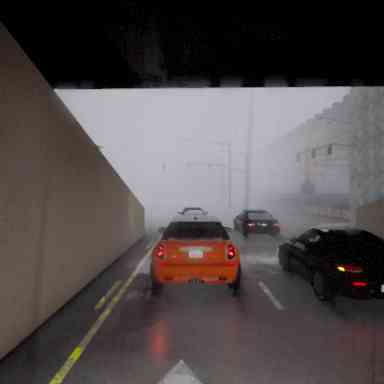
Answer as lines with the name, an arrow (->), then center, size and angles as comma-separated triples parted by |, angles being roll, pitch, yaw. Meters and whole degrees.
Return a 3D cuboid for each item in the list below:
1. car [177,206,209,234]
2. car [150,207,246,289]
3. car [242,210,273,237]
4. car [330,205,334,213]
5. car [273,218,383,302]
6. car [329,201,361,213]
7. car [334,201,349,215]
car -> 0.056, 1.713, 21.305 | 1.812, 1.442, 4.674 | 0, 0, 0
car -> 0.088, 1.436, 9.545 | 2.097, 1.767, 4.553 | 0, -1, 0
car -> 3.572, 1.716, 19.168 | 2.033, 1.411, 5.357 | 0, 0, -1
car -> 17.518, 1.785, 38.048 | 2.038, 1.542, 4.974 | -1, -1, 45
car -> 3.584, 1.599, 8.337 | 1.812, 1.442, 4.674 | 0, 0, 0
car -> 17.554, 1.628, 38.087 | 1.853, 1.218, 4.536 | -1, -1, 45
car -> 17.416, 1.745, 33.441 | 2.038, 1.542, 4.974 | 0, -1, -35
